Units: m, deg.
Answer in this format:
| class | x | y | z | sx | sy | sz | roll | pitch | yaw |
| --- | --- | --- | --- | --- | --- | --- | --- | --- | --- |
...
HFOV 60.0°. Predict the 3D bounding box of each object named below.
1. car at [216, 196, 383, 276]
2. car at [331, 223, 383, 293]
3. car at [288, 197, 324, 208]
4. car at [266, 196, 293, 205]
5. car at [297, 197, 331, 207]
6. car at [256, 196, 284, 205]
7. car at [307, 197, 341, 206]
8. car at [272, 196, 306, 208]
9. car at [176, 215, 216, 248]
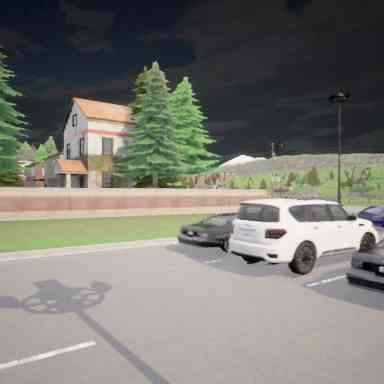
| class | x | y | z | sx | sy | sz | roll | pitch | yaw |
| --- | --- | --- | --- | --- | --- | --- | --- | --- | --- |
| car | 3.685 | 1.241 | 10.671 | 5.566 | 2.045 | 2.150 | 0 | 0 | -35 |
| car | 5.818 | 1.566 | 7.895 | 5.357 | 1.411 | 2.033 | 0 | 0 | -35 |
| car | 17.449 | 1.567 | 51.214 | 1.882 | 1.535 | 5.008 | 0 | 0 | -36 |
| car | 16.804 | 1.595 | 64.147 | 2.128 | 1.511 | 4.902 | 0 | 0 | -35 |
| car | 19.760 | 1.588 | 53.998 | 2.128 | 1.511 | 4.902 | 0 | 0 | -36 |
| car | 14.340 | 1.573 | 61.539 | 1.882 | 1.535 | 5.008 | 0 | 0 | -35 |
| car | 22.331 | 1.581 | 56.424 | 1.882 | 1.535 | 5.008 | 0 | 0 | -36 |
| car | 14.357 | 1.434 | 49.517 | 2.097 | 1.767 | 4.553 | 0 | 0 | -36 |
| car | 1.979 | 1.567 | 13.750 | 5.357 | 1.411 | 2.033 | 0 | 0 | -36 |
